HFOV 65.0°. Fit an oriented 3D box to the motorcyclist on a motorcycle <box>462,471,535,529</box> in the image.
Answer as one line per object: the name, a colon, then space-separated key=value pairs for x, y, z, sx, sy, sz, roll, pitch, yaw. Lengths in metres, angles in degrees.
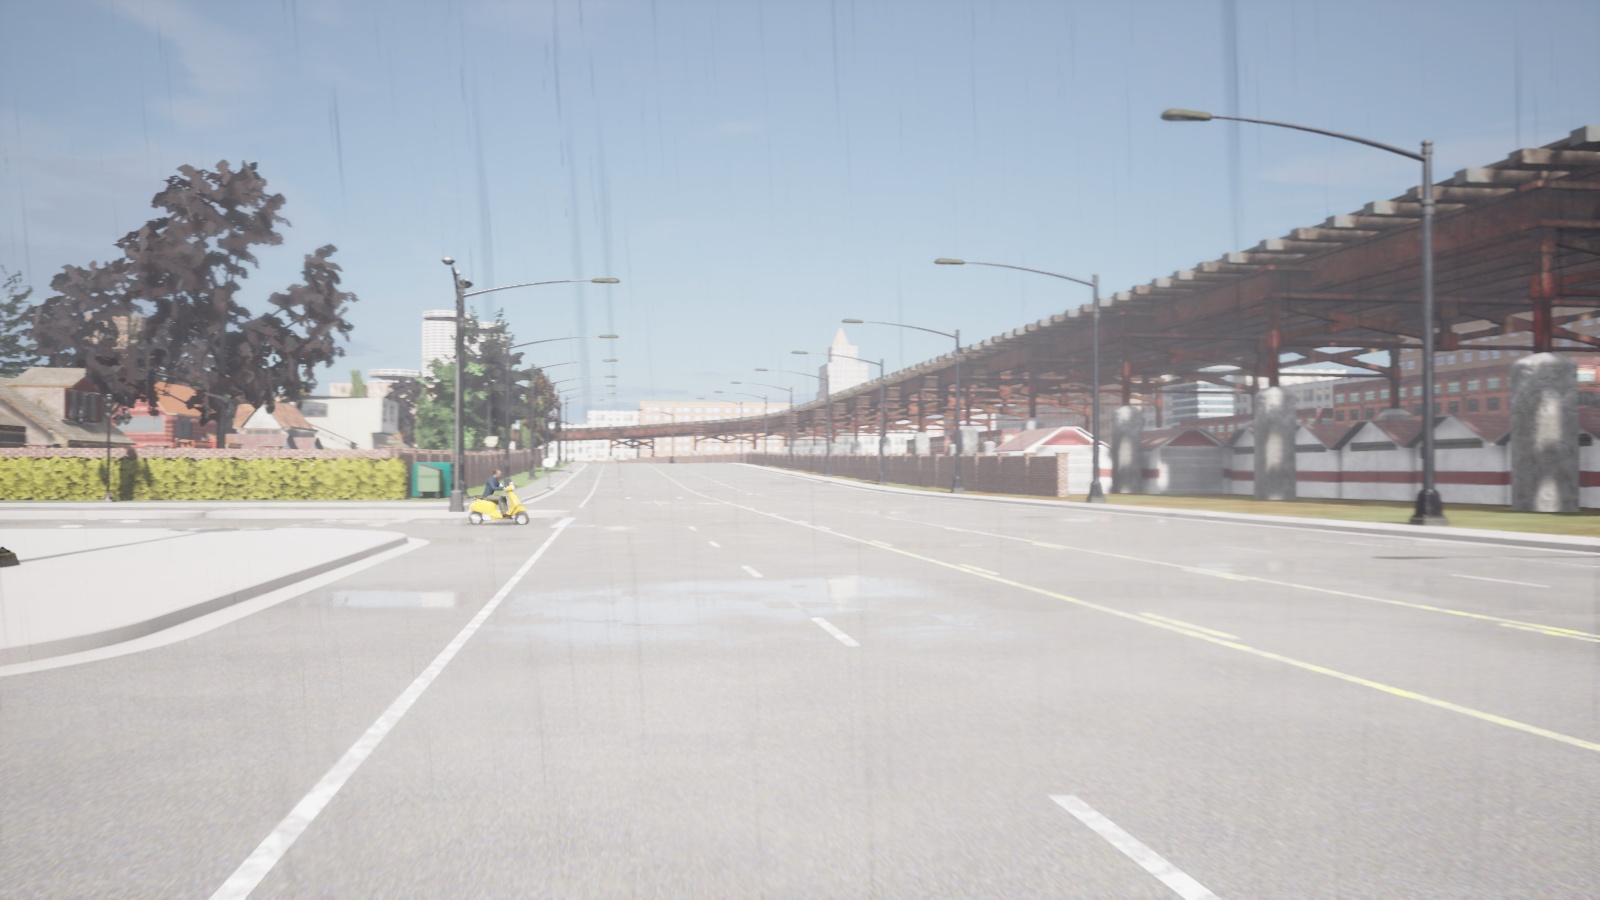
motorcyclist on a motorcycle: x=-8.485 y=1.407 z=35.358 sx=1.817 sy=1.590 sz=0.866 roll=0 pitch=1 yaw=4
